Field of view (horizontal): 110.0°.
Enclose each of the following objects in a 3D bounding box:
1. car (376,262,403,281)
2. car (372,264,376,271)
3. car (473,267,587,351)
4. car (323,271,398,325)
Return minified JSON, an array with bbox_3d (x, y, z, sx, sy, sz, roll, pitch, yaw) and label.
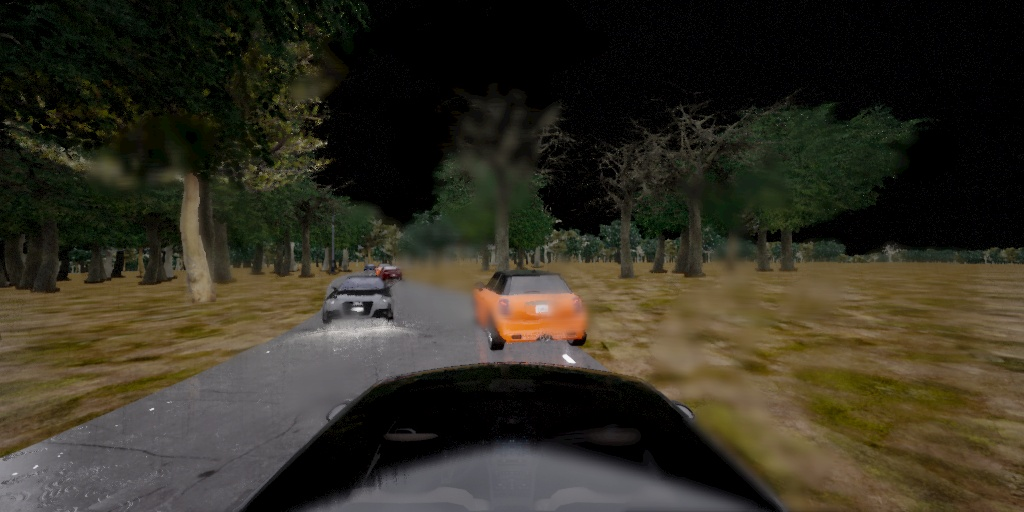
[{"bbox_3d":[-11.946,1.644,35.305,1.882,1.535,5.008,0,-1,-25],"label":"car"},{"bbox_3d":[-16.024,1.675,44.909,2.097,1.767,4.553,0,-1,-22],"label":"car"},{"bbox_3d":[0.205,1.130,9.414,2.097,1.767,4.553,0,0,-12],"label":"car"},{"bbox_3d":[-5.044,1.376,12.208,1.994,1.385,4.181,0,-1,-18],"label":"car"}]
